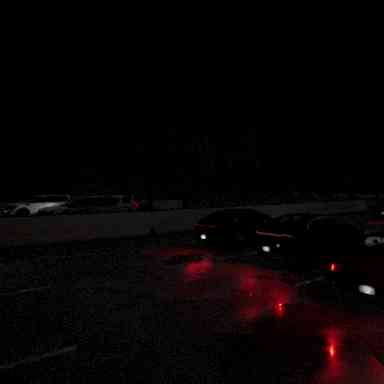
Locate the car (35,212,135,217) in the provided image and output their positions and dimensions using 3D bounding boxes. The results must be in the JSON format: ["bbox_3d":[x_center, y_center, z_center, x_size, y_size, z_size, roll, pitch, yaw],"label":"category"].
[{"bbox_3d":[-6.750,1.235,20.856,5.566,2.045,2.150,0,0,-37],"label":"car"}]

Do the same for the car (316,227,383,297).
[{"bbox_3d":[5.116,1.579,7.743,4.718,1.301,1.895,0,0,-38],"label":"car"}]

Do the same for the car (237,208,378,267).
[{"bbox_3d":[4.116,1.471,11.434,4.902,1.511,2.128,0,0,-38],"label":"car"}]

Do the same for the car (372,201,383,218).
[{"bbox_3d":[16.027,1.406,26.487,5.008,1.535,1.882,0,0,-43],"label":"car"}]

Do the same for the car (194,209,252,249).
[{"bbox_3d":[2.334,1.489,14.494,4.892,1.490,1.837,0,0,-39],"label":"car"}]
